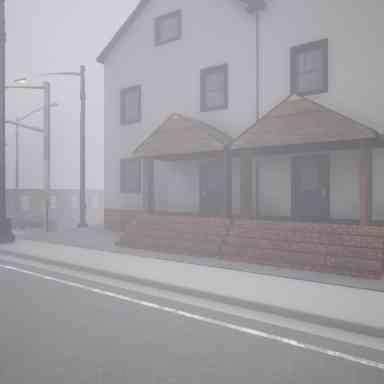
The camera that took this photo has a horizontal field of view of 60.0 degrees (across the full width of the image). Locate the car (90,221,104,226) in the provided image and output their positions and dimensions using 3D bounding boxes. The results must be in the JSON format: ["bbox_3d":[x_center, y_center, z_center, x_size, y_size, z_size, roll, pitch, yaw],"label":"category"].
[{"bbox_3d":[-8.973,3.820,36.415,2.097,1.767,4.553,0,-12,35],"label":"car"}]

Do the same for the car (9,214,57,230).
[{"bbox_3d":[-14.074,2.655,29.325,1.994,1.385,4.181,0,-9,36],"label":"car"}]
